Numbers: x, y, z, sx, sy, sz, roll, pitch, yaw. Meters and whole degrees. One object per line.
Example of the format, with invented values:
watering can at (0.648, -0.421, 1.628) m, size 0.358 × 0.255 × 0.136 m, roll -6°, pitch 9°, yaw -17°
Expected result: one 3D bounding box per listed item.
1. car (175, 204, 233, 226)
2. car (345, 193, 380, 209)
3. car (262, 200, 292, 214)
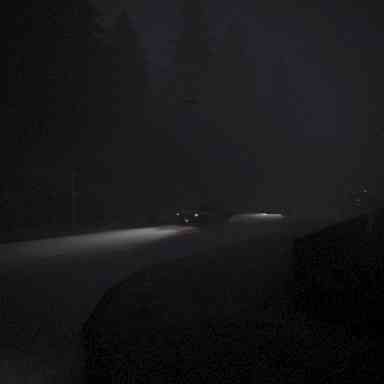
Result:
car at (0.921, 1.532, 23.179) m, size 1.895 × 1.301 × 4.718 m, roll 0°, pitch 0°, yaw 36°
car at (22.751, 1.186, 44.432) m, size 5.566 × 2.045 × 2.150 m, roll 0°, pitch 0°, yaw -33°
car at (8.782, 1.494, 34.167) m, size 1.994 × 1.385 × 4.181 m, roll 0°, pitch 0°, yaw 36°
